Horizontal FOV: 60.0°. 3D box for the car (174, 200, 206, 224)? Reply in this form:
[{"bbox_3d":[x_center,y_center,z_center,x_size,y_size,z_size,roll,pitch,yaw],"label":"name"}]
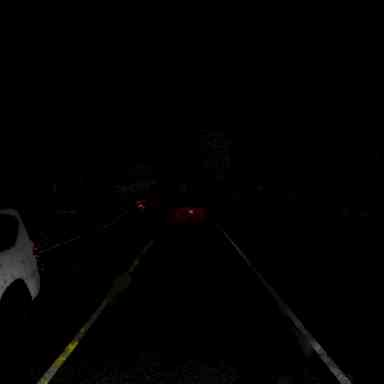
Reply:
[{"bbox_3d":[-0.212,1.360,24.822,2.097,1.767,4.553,0,0,-4],"label":"car"}]

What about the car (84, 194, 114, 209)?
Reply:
[{"bbox_3d":[-13.122,1.342,46.713,2.150,2.045,5.566,1,-1,-43],"label":"car"}]

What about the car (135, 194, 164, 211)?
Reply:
[{"bbox_3d":[-5.417,1.290,42.244,2.150,2.045,5.566,0,-1,-29],"label":"car"}]

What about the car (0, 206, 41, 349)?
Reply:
[{"bbox_3d":[-3.612,1.223,3.327,2.150,2.045,5.566,0,0,0],"label":"car"}]
